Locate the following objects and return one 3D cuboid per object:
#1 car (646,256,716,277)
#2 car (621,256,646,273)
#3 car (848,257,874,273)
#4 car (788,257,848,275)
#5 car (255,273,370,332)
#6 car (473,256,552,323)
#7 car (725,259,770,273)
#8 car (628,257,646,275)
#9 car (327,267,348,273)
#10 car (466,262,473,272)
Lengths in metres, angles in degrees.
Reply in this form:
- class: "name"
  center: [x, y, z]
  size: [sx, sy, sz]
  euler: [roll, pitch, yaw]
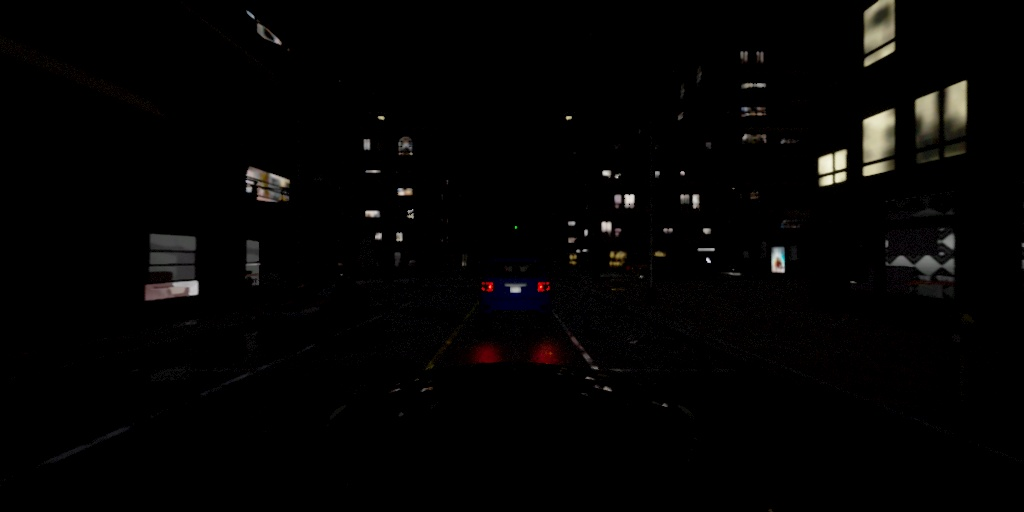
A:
- class: "car"
  center: [14.715, 0.918, 30.892]
  size: [5.009, 1.841, 2.192]
  euler: [0, 0, 0]
- class: "car"
  center: [14.582, 0.945, 39.271]
  size: [5.009, 1.841, 2.192]
  euler: [0, 0, 0]
- class: "car"
  center: [31.356, 0.858, 31.036]
  size: [4.313, 1.339, 1.948]
  euler: [0, 0, 0]
- class: "car"
  center: [25.808, 0.962, 30.988]
  size: [4.313, 1.339, 1.948]
  euler: [0, 0, 0]
- class: "car"
  center: [-5.739, 1.376, 10.914]
  size: [1.802, 1.307, 4.207]
  euler: [0, 0, 0]
- class: "car"
  center: [0.099, 1.024, 12.465]
  size: [2.150, 2.045, 5.566]
  euler: [0, 0, 0]
- class: "car"
  center: [25.342, 0.969, 36.775]
  size: [5.357, 1.411, 2.033]
  euler: [-1, 0, 0]
- class: "car"
  center: [14.963, 1.093, 36.688]
  size: [5.008, 1.535, 1.882]
  euler: [-1, 0, -1]
- class: "car"
  center: [-17.421, 1.730, 33.214]
  size: [4.674, 1.442, 1.812]
  euler: [-1, 0, 1]
- class: "car"
  center: [-5.681, 1.578, 52.937]
  size: [1.948, 1.339, 4.313]
  euler: [0, 0, 0]
